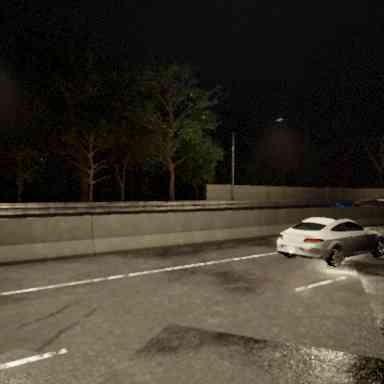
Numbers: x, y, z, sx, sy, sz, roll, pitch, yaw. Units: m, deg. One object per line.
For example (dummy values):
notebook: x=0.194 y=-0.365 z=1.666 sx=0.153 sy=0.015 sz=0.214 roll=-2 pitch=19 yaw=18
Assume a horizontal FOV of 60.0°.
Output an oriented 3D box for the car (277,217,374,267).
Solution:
car: x=4.939 y=1.599 z=11.651 sx=4.674 sy=1.442 sz=1.812 roll=0 pitch=0 yaw=-36

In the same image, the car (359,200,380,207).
car: x=26.333 y=1.892 z=48.623 sx=4.674 sy=1.442 sz=1.812 roll=1 pitch=-1 yaw=-35

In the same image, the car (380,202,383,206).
car: x=28.376 y=1.845 z=45.783 sx=5.008 sy=1.535 sz=1.882 roll=1 pitch=-1 yaw=-35

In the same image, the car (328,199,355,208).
car: x=22.542 y=1.826 z=50.182 sx=5.008 sy=1.535 sz=1.882 roll=0 pitch=0 yaw=-36

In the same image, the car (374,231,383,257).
car: x=7.426 y=1.625 z=9.101 sx=5.357 sy=1.411 sz=2.033 roll=0 pitch=0 yaw=-35
